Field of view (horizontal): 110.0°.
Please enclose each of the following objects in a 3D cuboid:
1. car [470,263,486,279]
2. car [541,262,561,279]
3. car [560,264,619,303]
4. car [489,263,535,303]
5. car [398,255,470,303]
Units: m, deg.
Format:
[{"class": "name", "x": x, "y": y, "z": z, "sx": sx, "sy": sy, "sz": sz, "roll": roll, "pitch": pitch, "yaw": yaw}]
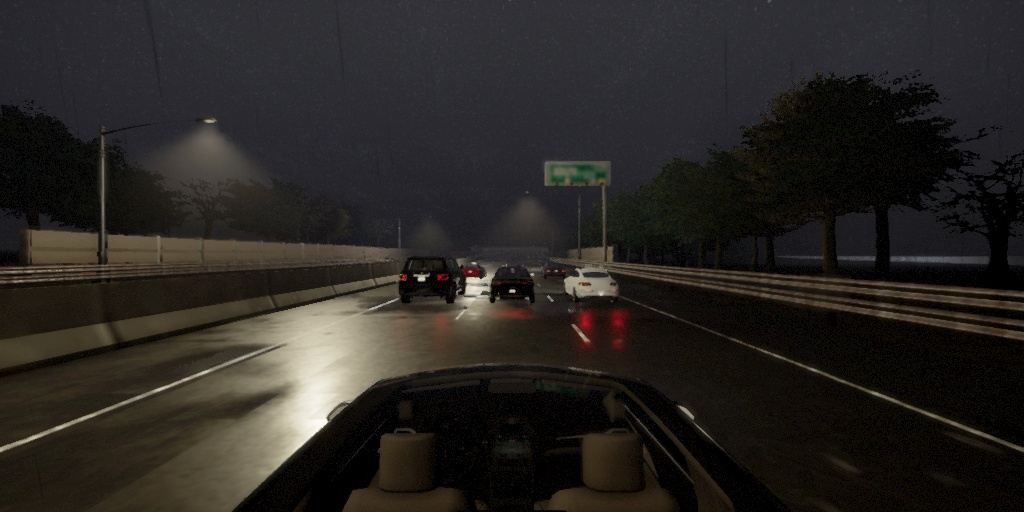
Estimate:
[{"class": "car", "x": -3.408, "y": 1.255, "z": 31.451, "sx": 1.994, "sy": 1.385, "sz": 4.181, "roll": 0, "pitch": 0, "yaw": 0}, {"class": "car", "x": 3.591, "y": 1.246, "z": 31.409, "sx": 2.033, "sy": 1.411, "sz": 5.357, "roll": 0, "pitch": 0, "yaw": 0}, {"class": "car", "x": 3.524, "y": 1.261, "z": 16.447, "sx": 1.812, "sy": 1.442, "sz": 4.674, "roll": 0, "pitch": 0, "yaw": 0}, {"class": "car", "x": 0.024, "y": 1.213, "z": 16.457, "sx": 1.882, "sy": 1.535, "sz": 5.008, "roll": 0, "pitch": 0, "yaw": 0}, {"class": "car", "x": -3.476, "y": 0.985, "z": 16.497, "sx": 2.150, "sy": 2.045, "sz": 5.566, "roll": 0, "pitch": 0, "yaw": 0}]
